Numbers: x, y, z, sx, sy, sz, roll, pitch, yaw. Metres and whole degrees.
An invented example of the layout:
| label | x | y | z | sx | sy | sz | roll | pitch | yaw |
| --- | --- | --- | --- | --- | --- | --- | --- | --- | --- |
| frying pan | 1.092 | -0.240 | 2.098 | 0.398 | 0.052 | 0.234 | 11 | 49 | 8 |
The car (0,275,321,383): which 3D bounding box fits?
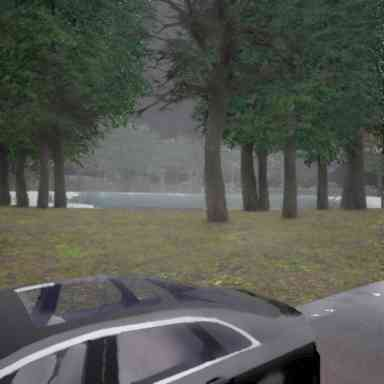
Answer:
| label | x | y | z | sx | sy | sz | roll | pitch | yaw |
| --- | --- | --- | --- | --- | --- | --- | --- | --- | --- |
| car | -1.104 | 1.492 | 2.323 | 4.902 | 1.511 | 2.128 | 1 | 0 | -35 |
